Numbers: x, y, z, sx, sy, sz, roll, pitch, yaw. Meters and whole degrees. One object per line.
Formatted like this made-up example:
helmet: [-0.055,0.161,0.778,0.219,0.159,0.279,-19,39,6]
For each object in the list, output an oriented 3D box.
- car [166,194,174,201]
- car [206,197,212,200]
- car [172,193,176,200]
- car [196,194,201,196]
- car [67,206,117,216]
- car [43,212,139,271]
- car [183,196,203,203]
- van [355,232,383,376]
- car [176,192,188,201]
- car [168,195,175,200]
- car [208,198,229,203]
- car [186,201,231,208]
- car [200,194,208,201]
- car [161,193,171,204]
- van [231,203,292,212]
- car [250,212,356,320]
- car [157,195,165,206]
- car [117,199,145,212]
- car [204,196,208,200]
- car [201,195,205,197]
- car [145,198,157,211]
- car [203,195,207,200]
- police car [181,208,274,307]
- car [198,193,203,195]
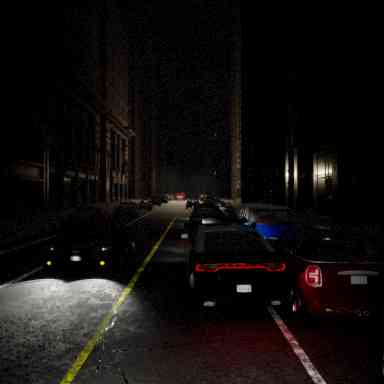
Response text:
car: [-5.646,1.371,86.056,1.967,1.590,4.097,1,0,0]
car: [2.759,1.538,35.422,1.887,1.381,4.507,1,0,0]
car: [-5.661,1.505,80.432,1.947,1.339,4.313,1,0,0]
car: [0.135,1.521,56.622,2.033,1.411,5.357,0,0,0]
car: [-5.806,1.544,18.563,1.887,1.381,4.507,1,0,0]
car: [-3.076,1.565,10.778,1.994,1.385,4.181,0,0,0]
car: [0.136,1.587,44.492,1.895,1.301,4.718,0,0,1]
van: [2.681,1.341,1.673,1.690,1.788,3.998,1,0,0]
car: [-2.811,1.160,80.815,2.150,2.045,5.566,0,0,0]
car: [-5.634,1.447,91.511,1.752,1.417,4.829,1,0,0]
car: [2.746,1.547,29.797,2.008,1.369,4.403,1,0,0]
car: [0.784,1.478,18.136,1.882,1.535,5.008,0,0,0]
car: [2.866,1.379,80.420,1.967,1.590,4.097,1,0,0]
car: [-5.699,1.404,63.559,1.967,1.590,4.097,1,0,0]
van: [2.708,1.342,12.923,1.690,1.788,3.998,1,0,0]
car: [2.694,1.441,7.298,1.967,1.590,4.097,1,0,0]
car: [-5.727,1.560,52.310,1.802,1.307,4.206,1,0,0]
car: [-5.780,1.547,29.812,2.008,1.369,4.403,1,0,0]
car: [2.772,1.534,41.046,1.887,1.381,4.507,1,0,0]
car: [2.799,1.523,52.296,1.887,1.381,4.507,1,0,0]
car: [-5.754,1.514,40.891,1.752,1.417,4.829,1,0,0]
car: [2.786,1.529,46.671,1.887,1.381,4.507,1,0,0]
police car: [0.772,1.427,8.209,1.930,1.638,5.238,0,0,-2]
car: [2.852,1.492,74.795,1.887,1.381,4.507,1,0,0]
